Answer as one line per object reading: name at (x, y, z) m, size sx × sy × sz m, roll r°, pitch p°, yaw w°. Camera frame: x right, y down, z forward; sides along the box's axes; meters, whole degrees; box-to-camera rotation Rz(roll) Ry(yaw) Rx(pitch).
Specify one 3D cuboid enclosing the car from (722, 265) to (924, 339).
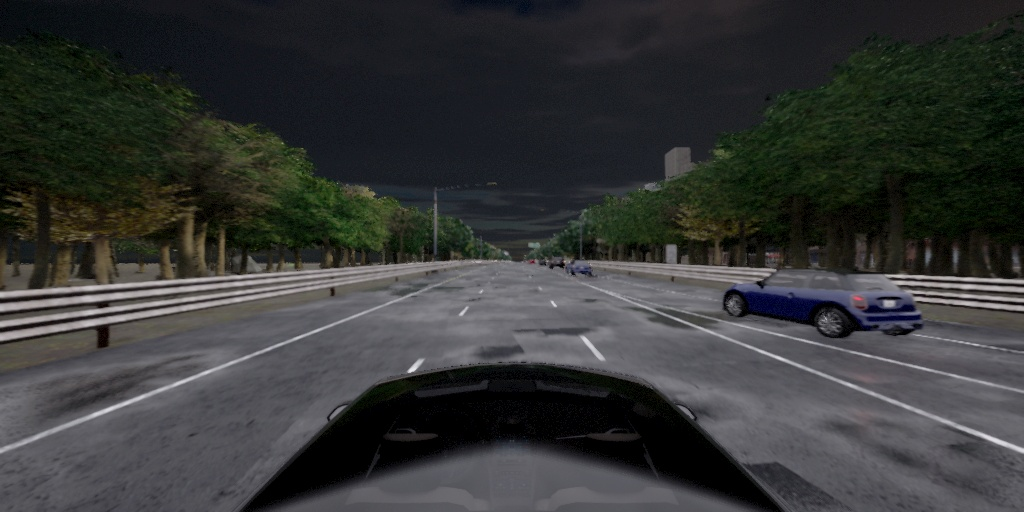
car at (8.481, 1.125, 10.471) m, size 2.097 × 1.767 × 4.553 m, roll 0°, pitch 0°, yaw -9°

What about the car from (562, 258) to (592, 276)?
car at (7.017, 1.152, 38.180) m, size 2.097 × 1.767 × 4.553 m, roll 0°, pitch 0°, yaw 0°

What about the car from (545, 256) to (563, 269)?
car at (7.059, 1.074, 57.303) m, size 2.150 × 2.045 × 5.566 m, roll 0°, pitch 0°, yaw 0°
